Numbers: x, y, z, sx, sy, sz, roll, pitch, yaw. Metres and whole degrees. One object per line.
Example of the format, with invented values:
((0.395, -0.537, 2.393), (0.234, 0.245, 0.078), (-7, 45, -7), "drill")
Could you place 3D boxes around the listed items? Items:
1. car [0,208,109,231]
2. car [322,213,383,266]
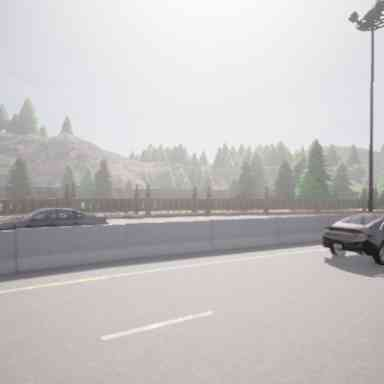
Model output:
((-6.806, 1.478, 16.092), (5.357, 1.411, 2.033), (0, 0, -33), "car")
((6.716, 1.500, 11.541), (4.902, 1.511, 2.128), (0, 0, -28), "car")
